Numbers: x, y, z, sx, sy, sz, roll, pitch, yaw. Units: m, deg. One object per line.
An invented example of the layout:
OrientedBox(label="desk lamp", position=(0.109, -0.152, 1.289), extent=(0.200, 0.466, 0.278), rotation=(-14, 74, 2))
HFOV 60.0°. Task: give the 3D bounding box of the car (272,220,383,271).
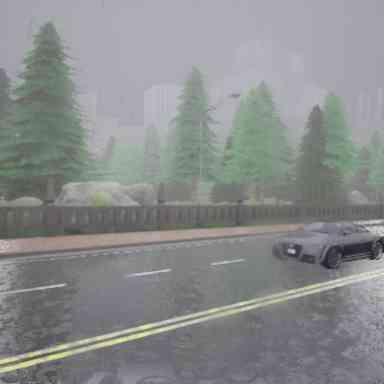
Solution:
OrientedBox(label="car", position=(4.729, 1.675, 11.443), extent=(4.181, 1.385, 1.994), rotation=(1, 0, -34))
